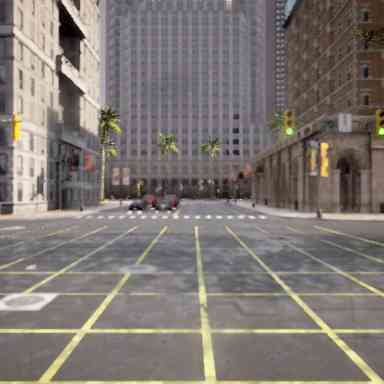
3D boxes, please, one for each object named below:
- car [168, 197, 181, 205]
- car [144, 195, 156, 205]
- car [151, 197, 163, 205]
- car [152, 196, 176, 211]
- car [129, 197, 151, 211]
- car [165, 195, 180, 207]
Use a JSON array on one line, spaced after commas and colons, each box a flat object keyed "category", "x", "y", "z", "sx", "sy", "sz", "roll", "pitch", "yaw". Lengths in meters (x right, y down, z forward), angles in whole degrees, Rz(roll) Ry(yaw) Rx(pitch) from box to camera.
[{"category": "car", "x": -3.354, "y": 1.762, "z": 64.466, "sx": 2.128, "sy": 1.511, "sz": 4.902, "roll": 0, "pitch": 0, "yaw": 1}, {"category": "car", "x": -6.989, "y": 1.450, "z": 54.456, "sx": 2.150, "sy": 2.045, "sz": 5.566, "roll": 0, "pitch": 0, "yaw": 1}, {"category": "car", "x": -6.850, "y": 1.777, "z": 64.916, "sx": 1.837, "sy": 1.490, "sz": 4.892, "roll": 0, "pitch": 0, "yaw": 1}, {"category": "car", "x": -3.591, "y": 1.676, "z": 43.910, "sx": 2.128, "sy": 1.511, "sz": 4.902, "roll": 0, "pitch": 0, "yaw": 0}, {"category": "car", "x": -7.096, "y": 1.733, "z": 44.203, "sx": 2.033, "sy": 1.411, "sz": 5.357, "roll": 0, "pitch": 0, "yaw": 0}, {"category": "car", "x": -3.499, "y": 1.448, "z": 54.057, "sx": 2.150, "sy": 2.045, "sz": 5.566, "roll": 0, "pitch": 0, "yaw": 1}]
